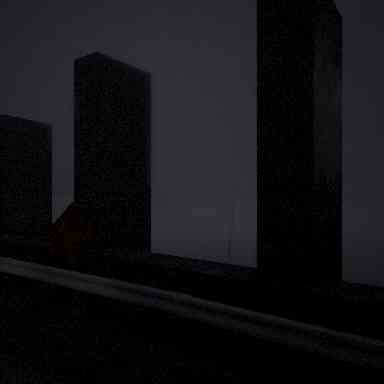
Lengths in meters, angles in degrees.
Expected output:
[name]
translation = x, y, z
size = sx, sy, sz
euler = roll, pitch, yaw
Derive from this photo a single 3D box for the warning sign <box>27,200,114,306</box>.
[warning sign]
translation = -2.455, 1.115, 6.798
size = 1.060, 1.860, 1.300
euler = 0, 0, 34
